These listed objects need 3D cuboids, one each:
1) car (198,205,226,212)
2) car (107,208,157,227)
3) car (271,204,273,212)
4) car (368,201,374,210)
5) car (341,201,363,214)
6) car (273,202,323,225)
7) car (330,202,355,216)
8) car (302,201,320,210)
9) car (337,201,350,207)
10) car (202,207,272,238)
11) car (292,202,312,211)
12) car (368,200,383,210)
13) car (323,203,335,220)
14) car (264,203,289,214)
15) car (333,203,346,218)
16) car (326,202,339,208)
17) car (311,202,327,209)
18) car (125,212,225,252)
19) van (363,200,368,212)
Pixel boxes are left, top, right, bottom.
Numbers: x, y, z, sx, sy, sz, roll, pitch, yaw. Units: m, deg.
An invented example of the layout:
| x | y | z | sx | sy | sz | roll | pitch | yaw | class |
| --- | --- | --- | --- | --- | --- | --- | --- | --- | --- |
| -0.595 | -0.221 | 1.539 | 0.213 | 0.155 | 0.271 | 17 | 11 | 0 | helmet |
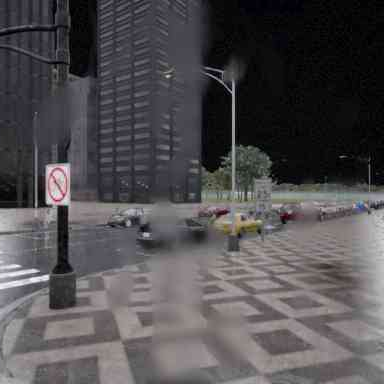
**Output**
| x | y | z | sx | sy | sz | roll | pitch | yaw | class |
| --- | --- | --- | --- | --- | --- | --- | --- | --- | --- |
| 2.298 | 2.014 | 33.643 | 1.887 | 1.381 | 4.507 | -1 | -2 | 35 | car |
| -4.255 | 1.840 | 24.453 | 2.008 | 1.369 | 4.403 | -1 | -1 | 35 | car |
| 8.851 | 2.208 | 42.832 | 2.008 | 1.369 | 4.403 | -1 | -2 | 35 | car |
| 28.897 | 2.590 | 56.256 | 2.008 | 1.369 | 4.403 | -1 | -2 | 35 | car |
| 22.342 | 2.293 | 47.069 | 1.967 | 1.590 | 4.097 | -1 | -2 | 35 | car |
| 9.233 | 1.790 | 28.693 | 2.192 | 1.841 | 5.009 | -1 | -2 | 35 | car |
| 19.065 | 2.303 | 42.472 | 1.887 | 1.381 | 4.507 | -1 | -2 | 35 | car |
| 21.959 | 2.474 | 61.213 | 1.967 | 1.590 | 4.097 | -1 | -2 | 35 | car |
| 38.345 | 3.035 | 84.183 | 2.008 | 1.369 | 4.403 | -1 | -1 | 35 | car |
| 2.779 | 1.823 | 19.636 | 1.752 | 1.417 | 4.829 | -1 | -2 | 35 | car |
| 18.682 | 2.492 | 56.616 | 2.008 | 1.369 | 4.403 | -1 | -2 | 35 | car |
| 35.451 | 2.537 | 65.452 | 2.192 | 1.841 | 5.009 | -1 | -2 | 35 | car |
| 12.511 | 2.113 | 33.282 | 1.887 | 1.381 | 4.507 | -1 | -2 | 35 | car |
| 12.127 | 2.303 | 47.426 | 2.008 | 1.369 | 4.403 | -1 | -2 | 35 | car |
| 15.792 | 2.245 | 37.881 | 1.802 | 1.307 | 4.206 | -1 | -2 | 36 | car |
| 31.791 | 2.889 | 74.994 | 1.802 | 1.307 | 4.206 | -1 | -2 | 35 | car |
| 25.236 | 2.671 | 65.805 | 1.887 | 1.381 | 4.507 | -1 | -2 | 35 | car |
| -0.596 | 1.774 | 14.903 | 1.947 | 1.339 | 4.313 | -1 | -2 | 35 | car |
| 25.619 | 2.288 | 51.666 | 1.690 | 1.788 | 3.998 | -1 | -2 | 35 | van |
